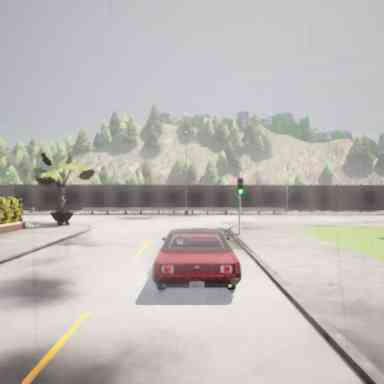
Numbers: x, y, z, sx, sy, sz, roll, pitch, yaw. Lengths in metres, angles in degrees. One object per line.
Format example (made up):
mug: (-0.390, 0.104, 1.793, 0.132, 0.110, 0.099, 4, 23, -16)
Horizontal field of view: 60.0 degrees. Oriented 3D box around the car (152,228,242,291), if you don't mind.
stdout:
car: (0.100, 1.632, 9.073, 1.895, 1.301, 4.718, 0, 0, 0)
